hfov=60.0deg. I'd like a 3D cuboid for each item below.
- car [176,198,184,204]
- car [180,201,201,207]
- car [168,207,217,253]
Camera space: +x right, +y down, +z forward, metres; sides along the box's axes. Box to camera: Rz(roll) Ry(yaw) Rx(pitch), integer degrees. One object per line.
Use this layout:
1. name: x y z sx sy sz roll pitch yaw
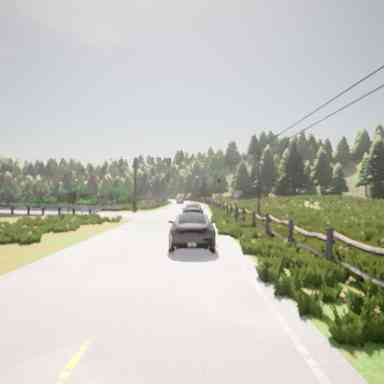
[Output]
1. car: -2.868 2.279 81.029 2.128 1.511 4.902 0 -1 -2
2. car: 0.101 1.781 29.294 1.837 1.490 4.892 0 0 1
3. car: 0.010 1.641 14.296 1.837 1.490 4.892 0 0 0
